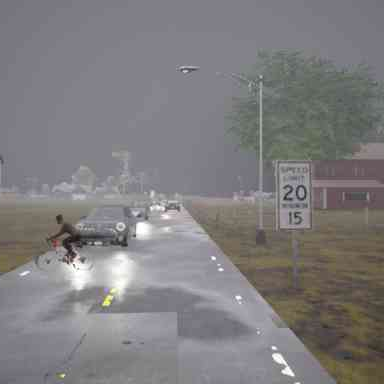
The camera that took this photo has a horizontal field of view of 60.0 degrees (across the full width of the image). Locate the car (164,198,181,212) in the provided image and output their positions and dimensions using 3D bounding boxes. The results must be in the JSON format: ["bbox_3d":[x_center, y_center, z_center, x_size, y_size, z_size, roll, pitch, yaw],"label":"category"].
[{"bbox_3d":[-2.358,1.624,40.268,1.812,1.442,4.674,0,0,-3],"label":"car"}]

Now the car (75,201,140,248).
[{"bbox_3d":[-3.720,1.373,14.945,2.097,1.767,4.553,0,0,-4],"label":"car"}]

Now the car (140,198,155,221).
[{"bbox_3d":[-4.533,1.546,28.201,2.128,1.511,4.902,0,0,-3],"label":"car"}]

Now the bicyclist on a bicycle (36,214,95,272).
[{"bbox_3d":[-3.590,1.464,9.432,1.656,1.620,0.582,0,0,-4],"label":"bicyclist on a bicycle"}]

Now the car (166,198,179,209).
[{"bbox_3d":[-3.008,1.685,50.452,1.812,1.442,4.674,0,0,-4],"label":"car"}]

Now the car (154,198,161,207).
[{"bbox_3d":[-6.335,1.700,56.683,2.128,1.511,4.902,0,0,-3],"label":"car"}]
